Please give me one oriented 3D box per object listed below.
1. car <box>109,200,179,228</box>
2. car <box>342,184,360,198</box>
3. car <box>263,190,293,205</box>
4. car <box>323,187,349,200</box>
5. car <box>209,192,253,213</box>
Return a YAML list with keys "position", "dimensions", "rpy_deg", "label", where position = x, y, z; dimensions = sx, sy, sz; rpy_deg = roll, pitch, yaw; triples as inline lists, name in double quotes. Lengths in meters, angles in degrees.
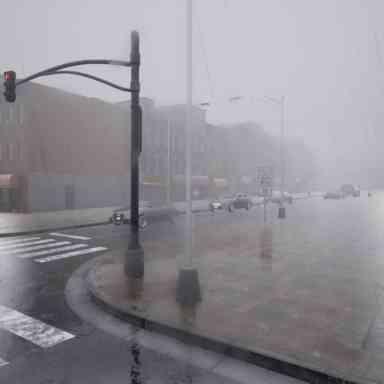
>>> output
- position: [-2.613, 1.128, 18.737]
  dimensions: [1.994, 1.385, 4.181]
  rpy_deg: [0, 2, 36]
  label: "car"
- position: [24.666, -0.222, 51.873]
  dimensions: [2.150, 2.045, 5.566]
  rpy_deg: [0, 2, 35]
  label: "car"
- position: [9.190, 0.573, 35.274]
  dimensions: [1.812, 1.442, 4.674]
  rpy_deg: [0, 2, 36]
  label: "car"
- position: [18.774, 0.379, 43.637]
  dimensions: [1.895, 1.301, 4.718]
  rpy_deg: [0, 2, 36]
  label: "car"
- position: [3.221, 0.795, 26.916]
  dimensions: [2.128, 1.511, 4.902]
  rpy_deg: [0, 2, 35]
  label: "car"
